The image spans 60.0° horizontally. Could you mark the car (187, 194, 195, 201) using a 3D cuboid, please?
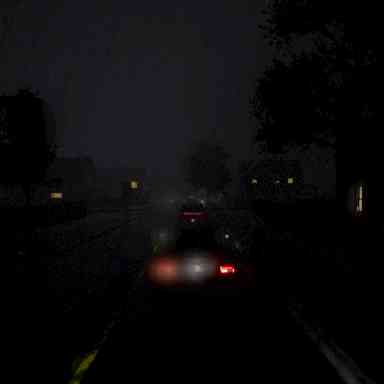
[{"bbox_3d":[-0.179,1.416,90.768,2.097,1.767,4.553,0,0,0],"label":"car"}]

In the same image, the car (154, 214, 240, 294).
[{"bbox_3d":[0.085,1.545,8.920,2.033,1.411,5.357,0,0,0],"label":"car"}]

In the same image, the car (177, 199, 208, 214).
[{"bbox_3d":[0.054,1.492,22.236,2.128,1.511,4.902,0,0,0],"label":"car"}]

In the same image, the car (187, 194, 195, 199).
[{"bbox_3d":[-0.159,1.723,80.780,1.895,1.301,4.718,0,0,0],"label":"car"}]
